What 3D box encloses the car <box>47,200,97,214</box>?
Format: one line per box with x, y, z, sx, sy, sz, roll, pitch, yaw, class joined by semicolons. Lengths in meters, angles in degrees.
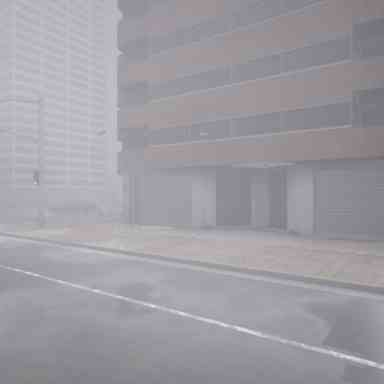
-13.011;1.547;36.519;2.033;1.411;5.357;0;0;35;car

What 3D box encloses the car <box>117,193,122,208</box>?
-7.314;1.352;44.640;2.097;1.767;4.553;0;0;35;car
